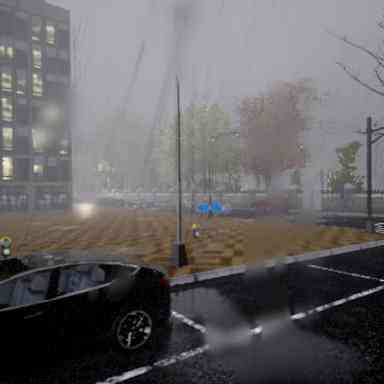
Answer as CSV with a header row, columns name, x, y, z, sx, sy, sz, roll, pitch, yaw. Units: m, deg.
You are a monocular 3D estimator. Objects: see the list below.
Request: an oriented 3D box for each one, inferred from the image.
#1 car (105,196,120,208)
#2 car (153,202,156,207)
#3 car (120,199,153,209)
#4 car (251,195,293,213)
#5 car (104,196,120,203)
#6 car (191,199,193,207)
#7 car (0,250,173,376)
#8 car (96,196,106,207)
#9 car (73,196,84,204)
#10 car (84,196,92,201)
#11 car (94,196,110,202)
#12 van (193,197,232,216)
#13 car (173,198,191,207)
name,x,y,z,sx,sy,sz,roll,pitch,yaw
car,-11.183,1.696,50.956,1.947,1.339,4.313,-1,1,-36
car,-7.369,1.689,50.264,1.895,1.301,4.718,-1,0,-36
car,-7.838,1.669,46.431,2.008,1.369,4.403,-1,1,-36
car,8.936,1.289,37.477,2.192,1.841,5.009,-1,1,-36
car,-17.814,1.612,73.668,1.887,1.381,4.507,-1,1,-36
car,2.252,1.578,46.526,1.802,1.307,4.206,-1,1,-36
car,-2.299,1.566,4.559,4.313,1.339,1.947,0,-1,-35
car,-14.528,1.708,55.481,1.947,1.339,4.313,-1,1,-36
car,-24.565,1.745,69.057,1.947,1.339,4.313,-1,1,-36
car,-27.817,1.650,87.306,1.887,1.381,4.507,-1,1,-36
car,-21.158,1.631,78.201,2.008,1.369,4.403,-1,1,-36
van,2.195,1.426,32.853,1.690,1.788,3.998,-1,1,-36
car,-1.194,1.533,51.186,1.752,1.417,4.829,-1,1,-36
